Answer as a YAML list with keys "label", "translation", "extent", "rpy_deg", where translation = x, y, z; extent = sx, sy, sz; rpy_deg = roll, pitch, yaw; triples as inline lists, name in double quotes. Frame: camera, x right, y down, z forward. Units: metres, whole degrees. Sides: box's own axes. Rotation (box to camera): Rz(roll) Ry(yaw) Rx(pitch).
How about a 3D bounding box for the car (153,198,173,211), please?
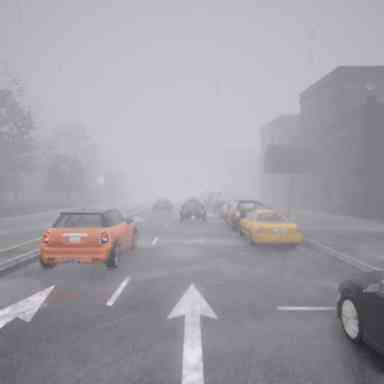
- label: "car"
  translation: [-3.184, 1.376, 37.273]
  extent: [1.994, 1.385, 4.181]
  rpy_deg: [0, 0, 0]

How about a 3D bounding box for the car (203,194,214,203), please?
- label: "car"
  translation: [3.152, 1.152, 64.517]
  extent: [1.946, 1.575, 5.366]
  rpy_deg: [0, 0, 0]

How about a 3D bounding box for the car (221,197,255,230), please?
- label: "car"
  translation: [3.215, 1.254, 19.973]
  extent: [2.185, 1.767, 4.553]
  rpy_deg: [0, 0, 0]

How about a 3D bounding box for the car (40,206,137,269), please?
- label: "car"
  translation: [-3.156, 1.295, 11.091]
  extent: [2.097, 1.767, 4.553]
  rpy_deg: [0, 0, 0]

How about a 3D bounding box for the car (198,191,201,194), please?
- label: "car"
  translation: [3.128, 0.822, 80.808]
  extent: [2.435, 2.045, 5.566]
  rpy_deg: [0, 0, 0]

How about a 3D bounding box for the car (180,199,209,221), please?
- label: "car"
  translation: [0.082, 1.472, 25.536]
  extent: [1.895, 1.301, 4.718]
  rpy_deg: [0, 0, 0]

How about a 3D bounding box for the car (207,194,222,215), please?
- label: "car"
  translation: [3.192, 1.297, 36.575]
  extent: [2.231, 1.521, 4.892]
  rpy_deg: [0, 0, 0]

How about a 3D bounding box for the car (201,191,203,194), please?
- label: "car"
  translation: [3.160, 1.058, 58.775]
  extent: [2.185, 1.767, 4.553]
  rpy_deg: [0, 0, 0]

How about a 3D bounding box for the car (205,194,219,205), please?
- label: "car"
  translation: [3.168, 1.208, 53.467]
  extent: [1.946, 1.575, 5.366]
  rpy_deg: [0, 0, 0]

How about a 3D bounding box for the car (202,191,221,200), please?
- label: "car"
  translation: [3.176, 0.988, 47.783]
  extent: [2.435, 2.045, 5.566]
  rpy_deg: [0, 0, 0]

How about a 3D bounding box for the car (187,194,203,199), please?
- label: "car"
  translation: [0.060, 1.295, 41.504]
  extent: [1.837, 1.490, 4.892]
  rpy_deg: [0, 0, 0]

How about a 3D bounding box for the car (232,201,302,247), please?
- label: "car"
  translation: [3.215, 1.403, 14.664]
  extent: [1.946, 1.575, 5.366]
  rpy_deg: [0, 0, 0]
